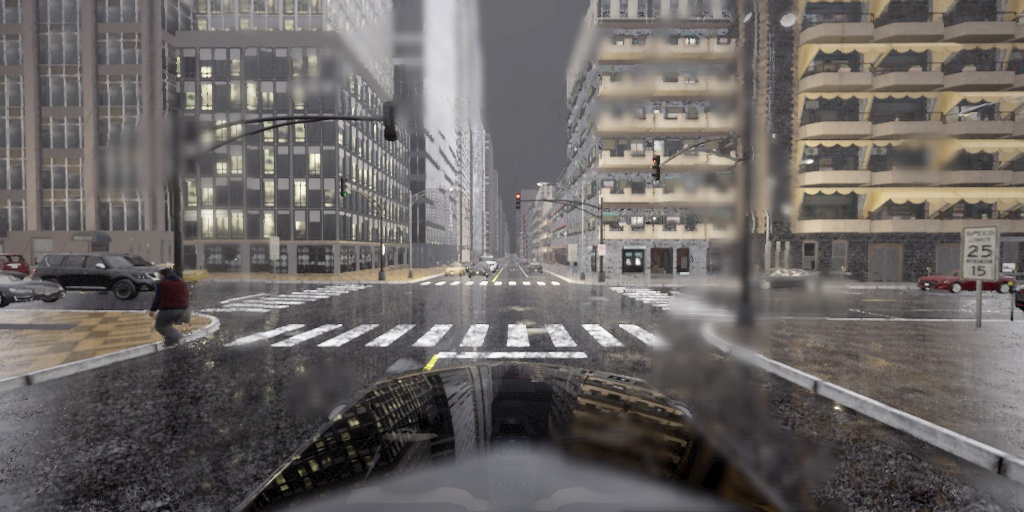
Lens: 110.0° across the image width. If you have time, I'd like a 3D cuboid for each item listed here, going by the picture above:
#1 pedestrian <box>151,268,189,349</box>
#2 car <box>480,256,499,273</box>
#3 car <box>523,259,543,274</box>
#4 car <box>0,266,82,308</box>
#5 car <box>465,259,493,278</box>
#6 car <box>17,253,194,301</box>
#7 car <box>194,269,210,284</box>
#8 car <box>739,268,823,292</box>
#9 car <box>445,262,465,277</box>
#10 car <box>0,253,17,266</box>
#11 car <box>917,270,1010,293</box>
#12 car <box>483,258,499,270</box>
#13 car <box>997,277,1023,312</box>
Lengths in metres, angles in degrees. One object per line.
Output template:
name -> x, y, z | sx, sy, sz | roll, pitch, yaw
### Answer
pedestrian -> -7.231, 1.052, 7.635 | 0.375, 1.860, 0.375 | -1, 1, 0
car -> -3.108, 1.036, 44.402 | 2.150, 2.045, 5.566 | 0, 0, 0
car -> 2.679, 1.361, 42.321 | 2.007, 1.370, 4.403 | 0, 0, 0
car -> -20.289, 1.226, 14.009 | 4.403, 1.370, 2.007 | 0, 0, 1
car -> -3.104, 1.304, 34.702 | 1.837, 1.490, 4.892 | 0, 0, 0
car -> -18.486, 0.874, 16.531 | 5.566, 2.045, 2.150 | 1, 1, 1
car -> -21.672, 1.066, 22.342 | 4.829, 1.417, 1.751 | 0, 0, 1
car -> 16.304, 1.411, 21.855 | 4.403, 1.370, 2.007 | 0, 0, 1
car -> -5.700, 1.327, 36.495 | 1.751, 1.417, 4.829 | 0, 0, 0
car -> -33.619, 0.749, 22.544 | 5.009, 1.841, 2.192 | 0, 0, 1
car -> 27.369, 1.497, 21.702 | 4.507, 1.381, 1.888 | 0, 0, 1
car -> -3.101, 1.182, 54.545 | 2.097, 1.767, 4.553 | 0, 0, 0
car -> 21.713, 1.597, 13.399 | 4.313, 1.339, 1.948 | 0, 0, 1
